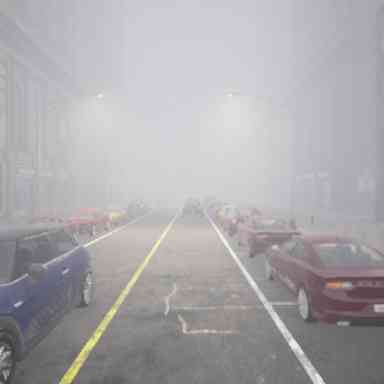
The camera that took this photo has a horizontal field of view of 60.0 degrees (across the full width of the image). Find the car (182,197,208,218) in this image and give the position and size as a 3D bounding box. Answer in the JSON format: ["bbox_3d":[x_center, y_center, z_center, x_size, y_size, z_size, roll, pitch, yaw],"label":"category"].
[{"bbox_3d":[0.094,1.543,31.101,2.128,1.511,4.902,0,0,0],"label":"car"}]

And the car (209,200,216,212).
[{"bbox_3d":[2.761,1.631,29.470,1.802,1.307,4.206,0,0,0],"label":"car"}]

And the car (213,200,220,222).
[{"bbox_3d":[2.761,1.566,24.038,1.752,1.417,4.829,0,0,0],"label":"car"}]

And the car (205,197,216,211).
[{"bbox_3d":[2.761,1.613,40.674,1.887,1.381,4.507,0,0,0],"label":"car"}]

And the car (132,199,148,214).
[{"bbox_3d":[-5.765,1.499,35.066,1.967,1.590,4.097,0,0,0],"label":"car"}]

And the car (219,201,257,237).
[{"bbox_3d":[2.760,1.471,18.267,1.967,1.590,4.097,0,0,0],"label":"car"}]

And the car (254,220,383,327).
[{"bbox_3d":[2.760,1.557,7.063,1.887,1.381,4.507,0,0,0],"label":"car"}]

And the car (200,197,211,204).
[{"bbox_3d":[2.761,1.669,68.683,2.008,1.369,4.403,0,0,0],"label":"car"}]

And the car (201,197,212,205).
[{"bbox_3d":[2.761,1.674,63.081,1.947,1.339,4.313,0,0,0],"label":"car"}]

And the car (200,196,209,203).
[{"bbox_3d":[2.761,1.654,74.454,1.752,1.417,4.829,0,0,0],"label":"car"}]

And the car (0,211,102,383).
[{"bbox_3d":[-3.063,1.359,4.913,2.097,1.767,4.553,0,0,0],"label":"car"}]

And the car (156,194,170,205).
[{"bbox_3d":[-5.764,1.653,63.075,1.887,1.381,4.507,0,0,0],"label":"car"}]

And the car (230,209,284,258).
[{"bbox_3d":[2.761,1.566,12.665,1.887,1.381,4.507,0,0,0],"label":"car"}]

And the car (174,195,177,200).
[{"bbox_3d":[-5.765,1.465,85.485,2.192,1.841,5.009,0,0,0],"label":"car"}]

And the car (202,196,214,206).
[{"bbox_3d":[2.761,1.538,57.479,1.967,1.590,4.097,0,0,0],"label":"car"}]

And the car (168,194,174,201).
[{"bbox_3d":[-5.764,1.680,74.280,2.008,1.369,4.403,0,0,0],"label":"car"}]

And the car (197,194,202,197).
[{"bbox_3d":[0.014,1.512,47.701,2.033,1.649,4.856,0,0,0],"label":"car"}]

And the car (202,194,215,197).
[{"bbox_3d":[2.760,1.403,51.878,2.192,1.841,5.009,0,0,0],"label":"car"}]

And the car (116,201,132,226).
[{"bbox_3d":[-5.765,1.565,23.691,1.752,1.417,4.829,0,0,0],"label":"car"}]

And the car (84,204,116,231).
[{"bbox_3d":[-5.765,1.575,18.258,1.887,1.381,4.507,0,0,0],"label":"car"}]

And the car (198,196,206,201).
[{"bbox_3d":[2.762,1.726,91.090,1.947,1.339,4.313,0,0,0],"label":"car"}]

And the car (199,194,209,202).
[{"bbox_3d":[2.760,1.454,79.887,2.192,1.841,5.009,0,0,0],"label":"car"}]

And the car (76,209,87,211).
[{"bbox_3d":[-5.765,1.566,12.657,1.887,1.381,4.507,0,0,0],"label":"car"}]
